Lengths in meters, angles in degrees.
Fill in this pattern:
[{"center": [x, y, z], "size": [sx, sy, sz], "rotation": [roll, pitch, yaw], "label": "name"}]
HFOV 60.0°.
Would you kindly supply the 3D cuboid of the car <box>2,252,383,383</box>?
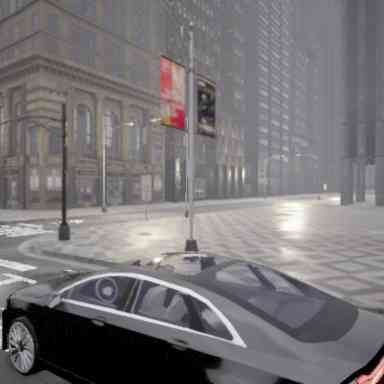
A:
[{"center": [-0.376, 1.499, 3.952], "size": [4.902, 1.511, 2.128], "rotation": [0, 0, 35], "label": "car"}]
